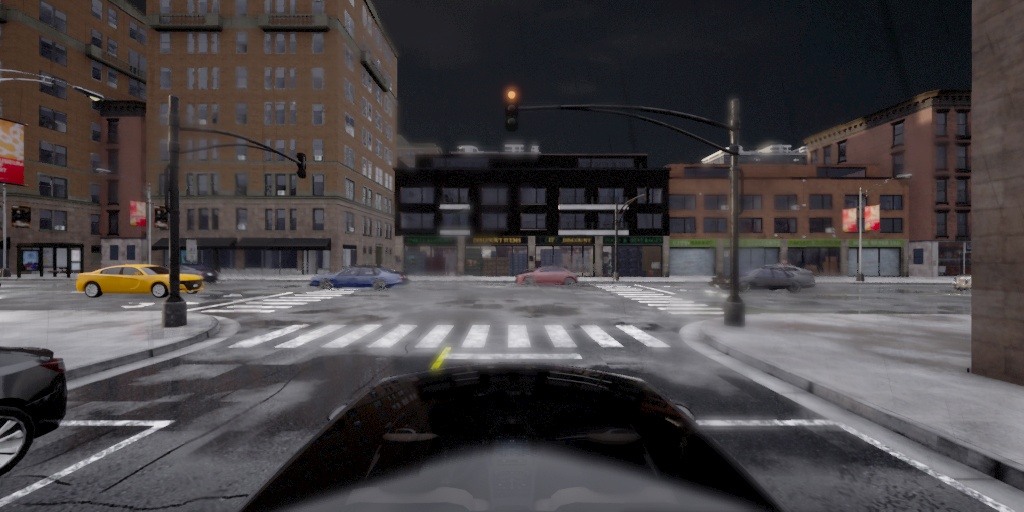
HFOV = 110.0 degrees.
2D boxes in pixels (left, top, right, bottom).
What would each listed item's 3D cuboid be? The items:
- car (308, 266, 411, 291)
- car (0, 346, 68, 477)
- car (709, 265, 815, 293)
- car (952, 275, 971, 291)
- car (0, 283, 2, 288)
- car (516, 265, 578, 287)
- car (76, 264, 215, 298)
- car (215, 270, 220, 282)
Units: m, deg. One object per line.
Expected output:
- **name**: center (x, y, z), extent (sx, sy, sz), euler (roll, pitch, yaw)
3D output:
- **car**: center (-8.719, 1.262, 20.825), extent (5.357, 1.411, 2.033), euler (0, 0, 0)
- **car**: center (-5.387, 1.316, 1.844), extent (1.948, 1.339, 4.313), euler (0, 0, 0)
- **car**: center (14.570, 1.378, 20.969), extent (5.357, 1.411, 2.033), euler (0, 0, -3)
- **car**: center (28.875, 1.432, 21.014), extent (4.674, 1.442, 1.812), euler (1, 0, 0)
- **car**: center (-27.855, 1.150, 17.277), extent (4.674, 1.442, 1.812), euler (0, 0, 0)
- **car**: center (2.323, 1.333, 24.135), extent (4.181, 1.385, 1.994), euler (0, 0, 0)
- **car**: center (-17.789, 1.149, 17.328), extent (5.008, 1.535, 1.882), euler (0, 0, 0)
- **car**: center (-22.207, 1.214, 24.007), extent (4.181, 1.385, 1.994), euler (0, 0, 0)
